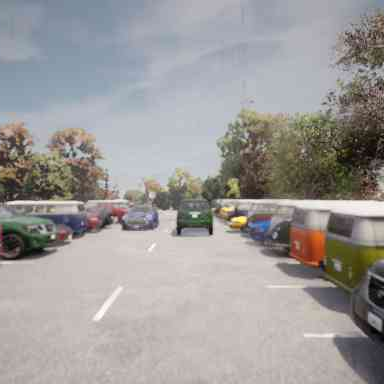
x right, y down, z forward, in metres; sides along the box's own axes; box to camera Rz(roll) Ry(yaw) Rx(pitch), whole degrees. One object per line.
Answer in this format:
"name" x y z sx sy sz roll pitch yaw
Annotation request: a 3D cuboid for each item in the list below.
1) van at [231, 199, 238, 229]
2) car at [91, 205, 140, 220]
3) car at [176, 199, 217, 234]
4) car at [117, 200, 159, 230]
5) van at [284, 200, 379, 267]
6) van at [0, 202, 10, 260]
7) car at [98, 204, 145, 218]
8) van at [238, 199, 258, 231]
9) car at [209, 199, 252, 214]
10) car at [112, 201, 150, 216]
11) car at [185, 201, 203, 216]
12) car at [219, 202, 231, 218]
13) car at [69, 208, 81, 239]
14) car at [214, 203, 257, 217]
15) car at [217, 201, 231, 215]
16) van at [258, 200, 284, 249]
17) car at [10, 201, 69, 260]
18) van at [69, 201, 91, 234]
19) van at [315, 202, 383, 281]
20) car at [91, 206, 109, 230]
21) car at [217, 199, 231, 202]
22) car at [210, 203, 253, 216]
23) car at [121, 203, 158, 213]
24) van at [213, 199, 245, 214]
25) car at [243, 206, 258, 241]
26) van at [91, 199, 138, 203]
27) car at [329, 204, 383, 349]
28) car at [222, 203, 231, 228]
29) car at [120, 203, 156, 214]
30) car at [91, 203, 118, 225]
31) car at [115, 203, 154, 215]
"van" 5.233 1.529 23.352 4.442 1.987 1.878 0 -1 0
"car" -7.919 2.104 34.669 4.674 1.452 2.002 0 -1 0
"car" 0.167 1.470 21.002 2.150 2.045 5.566 0 -1 0
"car" -3.521 1.670 23.388 2.097 1.767 4.553 0 -1 0
"van" 5.184 1.291 9.520 4.442 1.987 1.878 0 0 0
"van" -8.128 1.357 9.710 4.442 1.987 1.878 0 0 0
"car" -7.882 2.154 37.444 4.792 1.488 2.163 0 -1 0
"van" 4.980 1.410 17.815 4.442 1.987 1.878 0 -1 0
"car" 5.223 1.993 45.506 5.566 2.045 2.435 0 -2 0
"car" -7.862 2.122 42.994 4.553 1.767 2.185 0 -1 0
"car" 0.243 2.055 41.887 2.097 1.767 4.553 0 -1 0
"car" 5.132 1.876 28.886 5.008 1.535 2.097 0 -1 0
"car" -7.962 1.672 15.234 4.792 1.488 2.163 0 -1 0
"car" 5.170 2.117 39.966 4.892 1.521 2.231 0 -1 0
"car" 5.142 1.938 31.782 5.008 1.535 2.097 0 -1 0
"van" 4.961 1.308 12.424 4.442 1.987 1.878 0 -1 0
"car" -7.974 1.346 12.486 5.566 2.045 2.435 0 0 0
"van" -8.099 1.477 18.022 4.442 1.987 1.878 0 -1 0
"van" 5.175 1.276 6.875 4.442 1.987 1.878 0 0 0
"car" -7.968 1.803 20.791 4.674 1.452 2.002 0 -1 0
"car" 5.125 1.870 34.429 4.553 1.767 2.185 0 -1 0
"car" 5.001 2.176 42.733 5.366 1.575 1.946 0 -1 0
"car" -8.048 2.472 51.307 5.366 1.575 1.946 0 -2 0
"van" 5.323 2.097 48.396 4.442 1.987 1.878 0 -2 0
"car" 5.093 1.575 15.040 5.008 1.535 2.097 0 -1 0
"van" -7.816 1.777 31.899 4.442 1.987 1.878 0 -1 0
"car" 5.020 1.236 4.105 5.566 2.045 2.435 0 0 0
"car" 5.121 1.817 26.117 4.892 1.521 2.231 0 -1 0
"car" -7.867 2.392 48.538 4.892 1.521 2.231 0 -2 0
"car" -7.936 1.943 29.118 5.008 1.535 2.097 0 -1 0
"car" -7.876 2.315 45.767 5.008 1.535 2.097 0 -1 0
